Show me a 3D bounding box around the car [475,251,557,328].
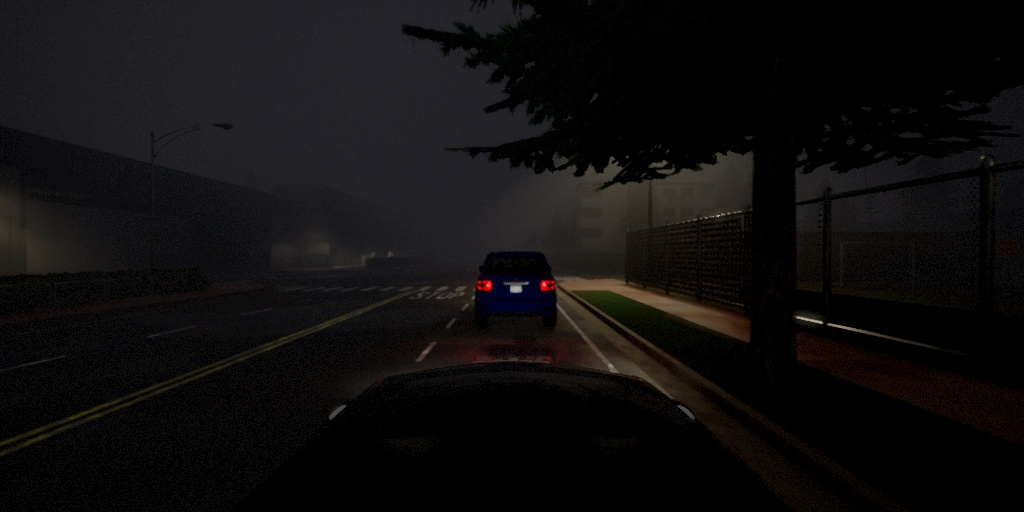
[{"bbox_3d":[0.098,0.897,11.293,2.150,2.045,5.566,0,0,0],"label":"car"}]
